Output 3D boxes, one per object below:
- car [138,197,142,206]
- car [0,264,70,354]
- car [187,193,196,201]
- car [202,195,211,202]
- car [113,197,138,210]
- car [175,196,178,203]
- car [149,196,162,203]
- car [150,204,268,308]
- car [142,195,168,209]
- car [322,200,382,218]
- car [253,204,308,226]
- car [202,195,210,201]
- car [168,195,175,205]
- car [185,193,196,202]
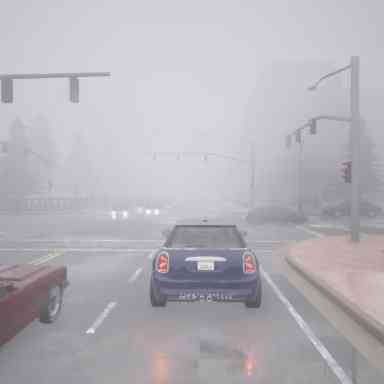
[{"bbox_3d":[-8.309,1.490,52.297,2.128,1.511,4.902,0,0,2],"label":"car"},{"bbox_3d":[-3.305,1.601,4.241,1.895,1.301,4.718,0,0,2],"label":"car"},{"bbox_3d":[-0.058,1.223,82.510,2.150,2.045,5.566,0,0,2],"label":"car"},{"bbox_3d":[3.107,1.549,73.642,1.994,1.385,4.181,0,0,2],"label":"car"},{"bbox_3d":[-8.687,1.601,42.557,1.895,1.301,4.718,0,0,2],"label":"car"},{"bbox_3d":[-4.005,1.477,70.857,1.882,1.535,5.008,0,0,2],"label":"car"},{"bbox_3d":[-7.572,1.504,69.156,1.837,1.490,4.892,0,0,2],"label":"car"},{"bbox_3d":[0.309,1.352,8.114,2.097,1.767,4.553,0,0,2],"label":"car"},{"bbox_3d":[-5.059,1.491,45.823,2.128,1.511,4.902,0,0,2],"label":"car"},{"bbox_3d":[14.128,1.505,29.533,4.892,1.490,1.837,0,0,4],"label":"car"},{"bbox_3d":[5.894,1.564,23.194,4.181,1.385,1.994,0,0,17],"label":"car"},{"bbox_3d":[3.439,1.475,82.346,1.882,1.535,5.008,0,0,2],"label":"car"},{"bbox_3d":[-4.612,1.478,57.120,1.882,1.535,5.008,0,0,3],"label":"car"},{"bbox_3d":[-0.429,1.520,72.779,1.812,1.442,4.674,0,0,2],"label":"car"}]
